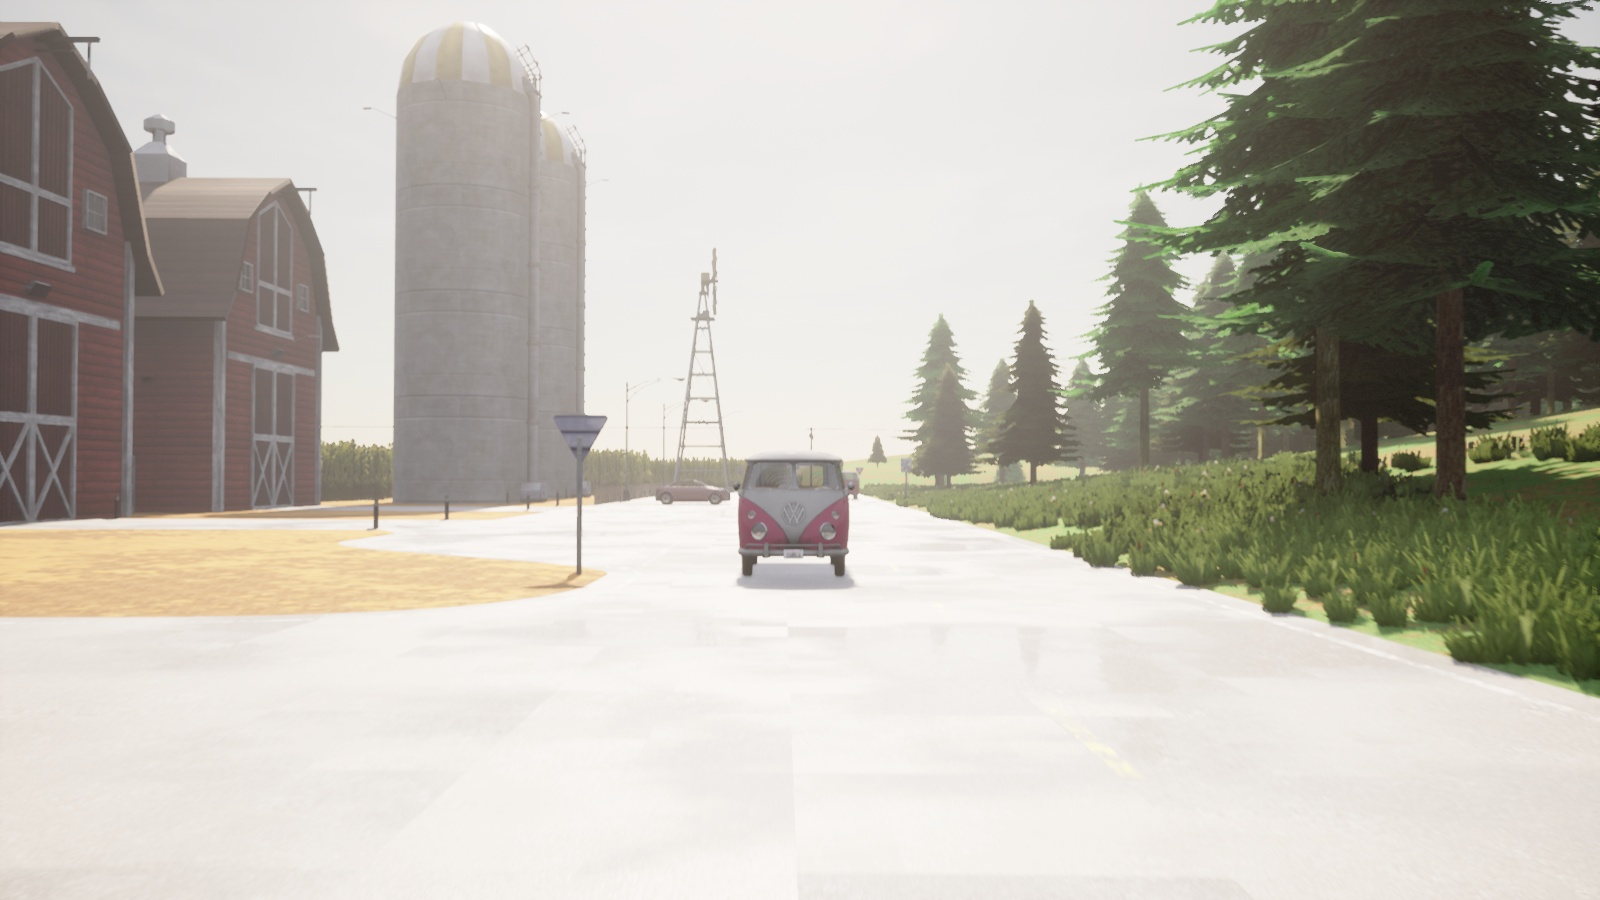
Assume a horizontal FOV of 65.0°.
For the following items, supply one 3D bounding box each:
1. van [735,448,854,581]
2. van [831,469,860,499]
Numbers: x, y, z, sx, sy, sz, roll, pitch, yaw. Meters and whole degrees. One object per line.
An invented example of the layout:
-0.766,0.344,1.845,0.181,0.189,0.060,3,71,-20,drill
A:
-0.096,1.014,21.092,1.775,1.987,4.442,0,-1,0,van
3.127,2.363,87.198,1.775,1.987,4.442,0,-1,0,van
